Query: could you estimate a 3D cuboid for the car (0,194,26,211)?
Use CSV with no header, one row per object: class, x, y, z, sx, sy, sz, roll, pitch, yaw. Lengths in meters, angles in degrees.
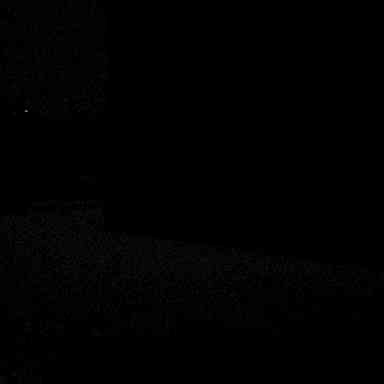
car,-15.130,0.808,25.545,2.008,1.369,4.403,2,1,35
